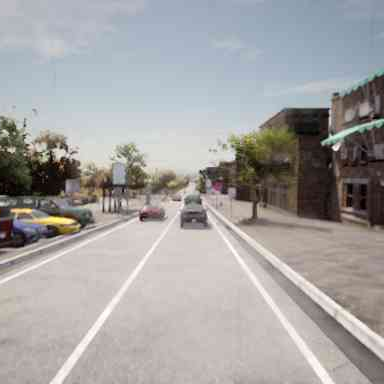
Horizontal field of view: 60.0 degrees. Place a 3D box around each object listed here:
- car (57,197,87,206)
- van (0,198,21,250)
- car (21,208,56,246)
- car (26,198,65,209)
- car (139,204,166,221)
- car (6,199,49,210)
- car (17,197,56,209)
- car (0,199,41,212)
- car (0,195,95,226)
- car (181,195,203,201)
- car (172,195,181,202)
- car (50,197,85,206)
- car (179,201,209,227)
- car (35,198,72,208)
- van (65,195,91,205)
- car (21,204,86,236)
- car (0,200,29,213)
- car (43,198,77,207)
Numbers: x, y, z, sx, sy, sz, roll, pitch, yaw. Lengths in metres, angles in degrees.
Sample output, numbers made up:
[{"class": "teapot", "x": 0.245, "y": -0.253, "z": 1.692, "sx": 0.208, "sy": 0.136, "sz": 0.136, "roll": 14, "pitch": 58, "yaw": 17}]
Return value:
[{"class": "car", "x": -22.076, "y": 1.749, "z": 61.331, "sx": 4.792, "sy": 1.488, "sz": 2.163, "roll": 0, "pitch": 0, "yaw": 0}, {"class": "van", "x": -9.076, "y": 1.341, "z": 12.160, "sx": 4.442, "sy": 1.987, "sz": 1.878, "roll": 0, "pitch": 0, "yaw": 0}, {"class": "car", "x": -8.963, "y": 1.615, "z": 14.963, "sx": 4.674, "sy": 1.452, "sz": 2.002, "roll": 0, "pitch": 0, "yaw": 0}, {"class": "car", "x": -22.051, "y": 1.680, "z": 50.229, "sx": 5.008, "sy": 1.535, "sz": 2.097, "roll": 0, "pitch": 0, "yaw": 0}, {"class": "car", "x": -3.314, "y": 1.730, "z": 28.276, "sx": 1.895, "sy": 1.301, "sz": 4.718, "roll": 0, "pitch": 0, "yaw": 0}, {"class": "car", "x": -22.042, "y": 1.702, "z": 44.678, "sx": 4.674, "sy": 1.452, "sz": 2.002, "roll": 0, "pitch": 0, "yaw": 0}, {"class": "car", "x": -22.076, "y": 1.545, "z": 47.454, "sx": 4.553, "sy": 1.767, "sz": 2.185, "roll": 0, "pitch": 0, "yaw": 0}, {"class": "car", "x": -22.039, "y": 1.653, "z": 41.903, "sx": 5.008, "sy": 1.535, "sz": 2.097, "roll": 0, "pitch": 0, "yaw": 0}, {"class": "car", "x": -8.932, "y": 1.340, "z": 20.570, "sx": 5.566, "sy": 2.045, "sz": 2.435, "roll": 0, "pitch": 0, "yaw": 0}, {"class": "car", "x": 0.145, "y": 1.372, "z": 40.853, "sx": 2.150, "sy": 2.045, "sz": 5.566, "roll": 0, "pitch": 0, "yaw": 0}, {"class": "car", "x": -3.166, "y": 1.375, "z": 69.590, "sx": 1.882, "sy": 1.535, "sz": 5.008, "roll": 0, "pitch": 1, "yaw": 0}, {"class": "car", "x": -21.860, "y": 1.706, "z": 58.553, "sx": 5.366, "sy": 1.575, "sz": 1.946, "roll": 0, "pitch": 0, "yaw": 0}, {"class": "car", "x": 0.128, "y": 1.620, "z": 23.802, "sx": 1.837, "sy": 1.490, "sz": 4.892, "roll": 0, "pitch": 0, "yaw": 0}, {"class": "car", "x": -22.039, "y": 1.691, "z": 53.004, "sx": 4.892, "sy": 1.521, "sz": 2.231, "roll": 0, "pitch": 0, "yaw": 0}, {"class": "van", "x": -21.930, "y": 1.504, "z": 64.105, "sx": 4.442, "sy": 1.987, "sz": 1.878, "roll": 0, "pitch": 0, "yaw": 0}, {"class": "car", "x": -8.775, "y": 1.580, "z": 17.766, "sx": 5.366, "sy": 1.575, "sz": 1.946, "roll": 0, "pitch": 0, "yaw": 0}, {"class": "car", "x": -22.040, "y": 1.685, "z": 39.125, "sx": 4.674, "sy": 1.452, "sz": 2.002, "roll": 0, "pitch": 0, "yaw": 0}, {"class": "car", "x": -22.075, "y": 1.729, "z": 55.779, "sx": 4.792, "sy": 1.488, "sz": 2.163, "roll": 0, "pitch": 0, "yaw": 0}]
